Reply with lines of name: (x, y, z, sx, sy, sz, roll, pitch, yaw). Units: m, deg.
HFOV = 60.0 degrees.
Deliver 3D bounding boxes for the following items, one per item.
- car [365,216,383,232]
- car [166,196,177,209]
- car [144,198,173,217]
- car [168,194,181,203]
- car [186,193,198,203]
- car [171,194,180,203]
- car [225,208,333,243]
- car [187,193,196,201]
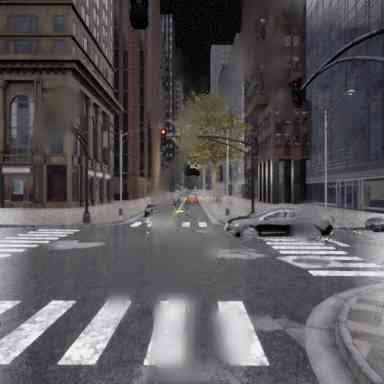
car: (11.907, 1.629, 18.342, 4.403, 1.369, 2.008, 0, 0, 0)
car: (-3.144, 1.464, 39.078, 1.895, 1.301, 4.718, 0, 0, 0)
car: (-3.134, 1.486, 30.286, 1.994, 1.385, 4.181, 0, 0, 0)
car: (-3.119, 1.184, 59.811, 2.128, 1.511, 4.902, 0, 1, 1)
car: (0.022, 1.038, 60.460, 2.097, 1.767, 4.553, 0, 1, 0)
car: (-3.153, 1.386, 49.415, 1.895, 1.301, 4.718, 0, 0, 0)
car: (4.050, 1.508, 15.713, 4.902, 1.511, 2.128, 1, 0, 0)
car: (-0.043, 1.054, 70.662, 1.882, 1.535, 5.008, 0, 1, 0)
